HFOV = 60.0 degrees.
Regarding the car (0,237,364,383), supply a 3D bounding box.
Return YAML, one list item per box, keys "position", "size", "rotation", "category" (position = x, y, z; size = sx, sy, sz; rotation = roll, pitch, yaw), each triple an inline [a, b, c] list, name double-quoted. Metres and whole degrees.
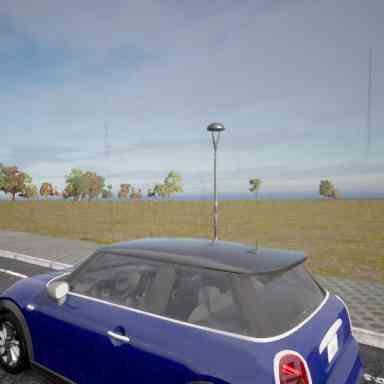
- position: [-0.516, 1.353, 4.096]
  size: [4.553, 1.767, 2.097]
  rotation: [0, 0, 36]
  category: "car"
